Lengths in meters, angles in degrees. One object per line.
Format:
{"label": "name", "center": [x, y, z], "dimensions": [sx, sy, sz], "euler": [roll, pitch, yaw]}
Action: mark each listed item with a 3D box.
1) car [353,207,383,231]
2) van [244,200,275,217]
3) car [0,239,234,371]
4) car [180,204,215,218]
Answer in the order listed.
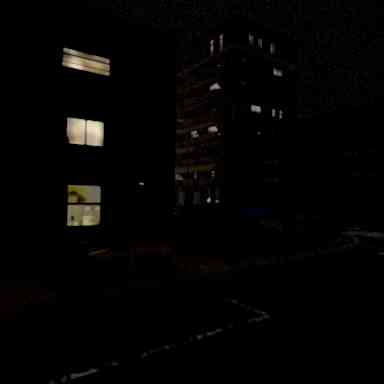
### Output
{"label": "car", "center": [12.154, 1.667, 19.655], "dimensions": [1.837, 1.490, 4.892], "euler": [1, -1, -35]}
{"label": "van", "center": [7.292, 1.745, 36.731], "dimensions": [1.690, 1.788, 3.998], "euler": [1, -1, -35]}
{"label": "car", "center": [-1.459, 1.533, 5.665], "dimensions": [4.829, 1.417, 1.752], "euler": [0, 1, -35]}
{"label": "car", "center": [0.390, 1.793, 31.978], "dimensions": [1.947, 1.339, 4.313], "euler": [1, -1, -35]}
